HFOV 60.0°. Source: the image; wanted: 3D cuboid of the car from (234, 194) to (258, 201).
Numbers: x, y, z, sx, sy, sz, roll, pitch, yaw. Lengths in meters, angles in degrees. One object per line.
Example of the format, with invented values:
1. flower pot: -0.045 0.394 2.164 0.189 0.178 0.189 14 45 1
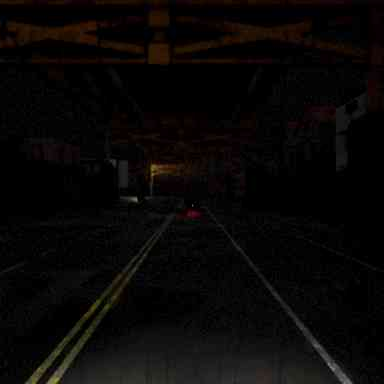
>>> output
1. car: 12.198 1.134 75.270 4.974 1.542 2.038 0 0 30

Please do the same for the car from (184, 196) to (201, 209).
1. car: 0.082 1.329 41.313 1.837 1.490 4.892 0 0 0

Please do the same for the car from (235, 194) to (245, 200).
1. car: 12.243 0.977 75.244 4.536 1.218 1.853 0 0 30
